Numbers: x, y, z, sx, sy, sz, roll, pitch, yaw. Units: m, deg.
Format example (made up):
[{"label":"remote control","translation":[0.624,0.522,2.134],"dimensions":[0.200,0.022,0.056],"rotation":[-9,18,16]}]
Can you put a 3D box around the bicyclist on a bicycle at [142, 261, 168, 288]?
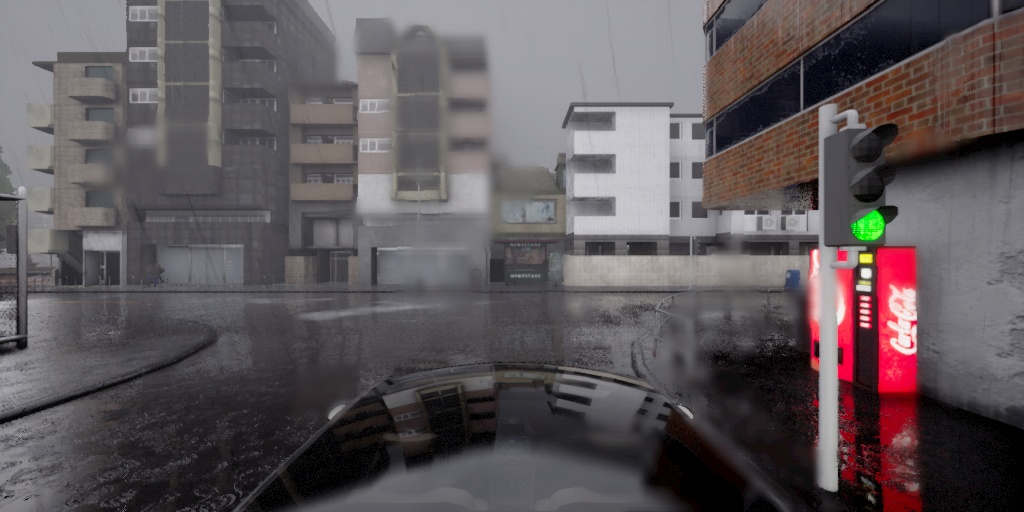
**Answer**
[{"label":"bicyclist on a bicycle","translation":[-21.607,1.106,21.699],"dimensions":[0.582,1.620,1.656],"rotation":[0,0,0]}]
